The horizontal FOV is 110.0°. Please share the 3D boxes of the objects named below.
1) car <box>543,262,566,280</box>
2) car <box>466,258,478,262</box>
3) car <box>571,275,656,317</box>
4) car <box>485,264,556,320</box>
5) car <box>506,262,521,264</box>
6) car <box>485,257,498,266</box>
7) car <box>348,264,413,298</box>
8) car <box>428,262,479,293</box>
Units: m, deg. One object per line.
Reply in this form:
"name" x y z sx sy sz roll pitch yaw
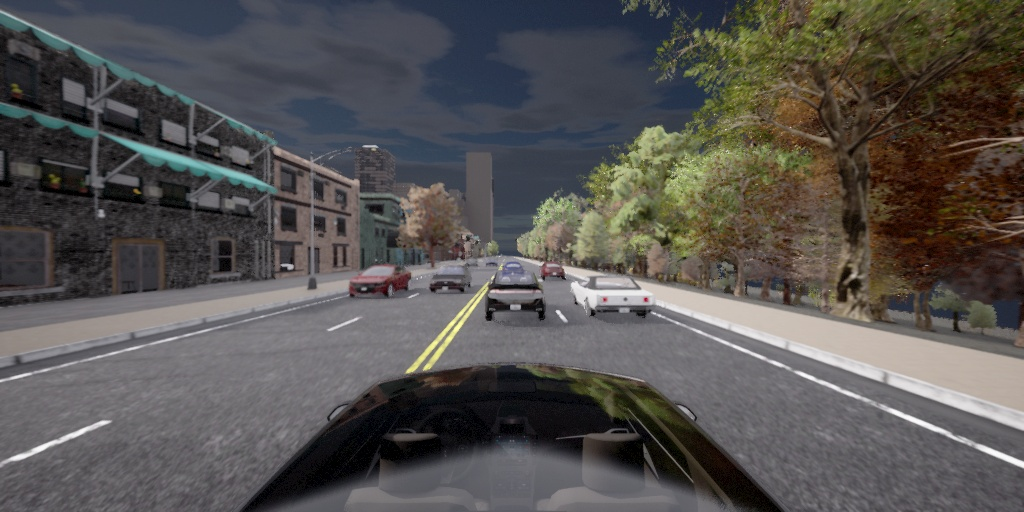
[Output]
"car" 3.359 1.206 30.534 1.812 1.442 4.674 0 0 0
"car" -6.742 1.113 60.924 1.837 1.490 4.892 0 0 0
"car" 3.353 1.324 12.901 1.895 1.301 4.718 0 0 0
"car" 0.103 1.216 12.505 2.128 1.511 4.902 0 0 0
"car" 0.108 1.206 30.545 1.812 1.442 4.674 0 0 0
"car" -3.519 0.957 62.952 2.097 1.767 4.553 0 0 0
"car" -6.596 1.188 18.472 1.882 1.535 5.008 0 0 0
"car" -3.346 1.252 20.581 2.033 1.411 5.357 0 0 0
